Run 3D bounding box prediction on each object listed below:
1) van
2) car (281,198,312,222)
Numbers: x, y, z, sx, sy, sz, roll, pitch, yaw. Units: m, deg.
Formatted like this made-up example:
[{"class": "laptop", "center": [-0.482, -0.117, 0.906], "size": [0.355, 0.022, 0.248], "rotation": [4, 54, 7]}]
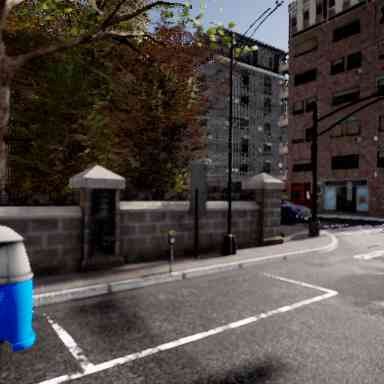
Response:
[{"class": "van", "center": [-3.910, 1.343, 3.707], "size": [3.998, 1.788, 1.690], "rotation": [0, 1, -36]}, {"class": "car", "center": [6.579, 1.215, 24.634], "size": [2.097, 1.767, 4.553], "rotation": [1, 0, -35]}]
